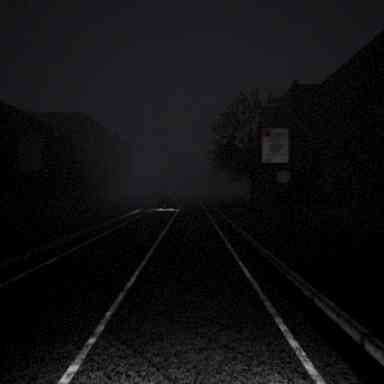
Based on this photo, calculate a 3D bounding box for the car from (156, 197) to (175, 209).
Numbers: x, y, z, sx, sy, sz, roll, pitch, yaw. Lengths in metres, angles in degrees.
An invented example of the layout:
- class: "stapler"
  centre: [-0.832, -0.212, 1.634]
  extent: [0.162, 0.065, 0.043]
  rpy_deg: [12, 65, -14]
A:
- class: "car"
  centre: [-3.009, 1.226, 38.570]
  extent: [1.994, 1.385, 4.181]
  rpy_deg: [0, 1, 0]
